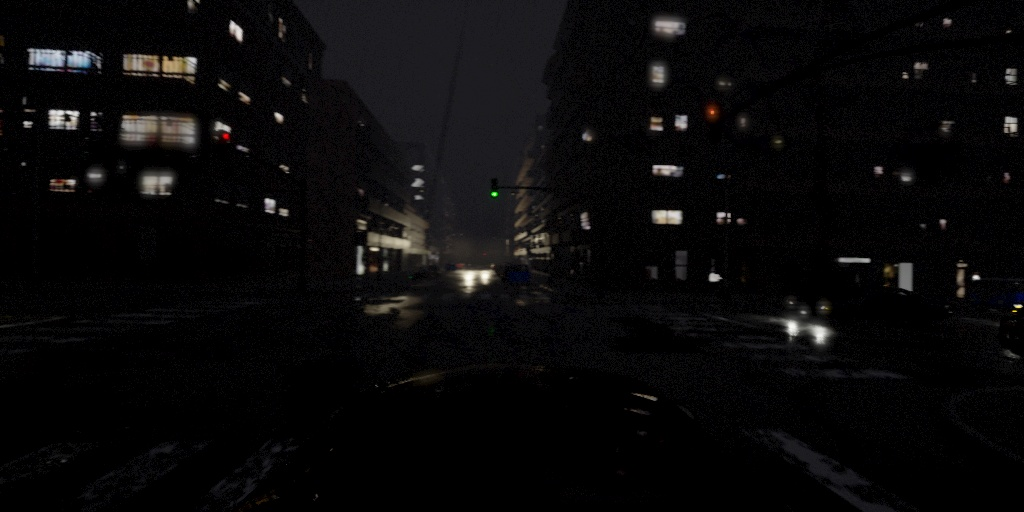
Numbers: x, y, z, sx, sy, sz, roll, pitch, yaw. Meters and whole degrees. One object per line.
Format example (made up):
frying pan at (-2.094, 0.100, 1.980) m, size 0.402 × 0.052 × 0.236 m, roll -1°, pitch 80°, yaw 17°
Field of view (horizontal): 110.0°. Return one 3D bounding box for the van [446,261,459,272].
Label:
van at (-10.703, 1.838, 62.461) m, size 1.690 × 1.789 × 3.998 m, roll 0°, pitch 0°, yaw -4°

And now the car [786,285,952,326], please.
car at (13.921, 1.870, 14.078) m, size 5.357 × 1.411 × 2.033 m, roll 2°, pitch 0°, yaw -4°

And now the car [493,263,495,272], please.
car at (-1.348, 1.926, 52.048) m, size 1.967 × 1.591 × 4.097 m, roll 0°, pitch 0°, yaw -4°

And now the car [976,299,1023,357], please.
car at (14.088, 1.838, 8.272) m, size 4.507 × 1.381 × 1.888 m, roll 0°, pitch 0°, yaw -4°

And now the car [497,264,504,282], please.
car at (-0.030, 1.560, 35.541) m, size 2.192 × 1.841 × 5.009 m, roll 0°, pitch 0°, yaw -4°

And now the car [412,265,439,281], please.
car at (-8.573, 1.668, 34.933) m, size 1.802 × 1.307 × 4.207 m, roll 0°, pitch 0°, yaw -4°

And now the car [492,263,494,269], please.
car at (-1.773, 2.116, 57.552) m, size 1.888 × 1.381 × 4.507 m, roll 0°, pitch 0°, yaw -4°

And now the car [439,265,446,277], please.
car at (-8.999, 1.731, 40.438) m, size 1.948 × 1.339 × 4.313 m, roll 0°, pitch 0°, yaw -4°

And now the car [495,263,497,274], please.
car at (-0.935, 1.929, 46.712) m, size 1.751 × 1.417 × 4.829 m, roll 0°, pitch 0°, yaw -4°

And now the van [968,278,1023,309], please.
van at (24.794, 1.999, 17.469) m, size 3.998 × 1.789 × 1.690 m, roll 0°, pitch 0°, yaw -4°

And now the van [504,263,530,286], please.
van at (0.482, 1.511, 30.068) m, size 1.690 × 1.789 × 3.998 m, roll 0°, pitch 0°, yaw -4°

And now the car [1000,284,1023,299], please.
car at (23.800, 2.118, 14.819) m, size 4.892 × 1.490 × 1.837 m, roll 2°, pitch 0°, yaw -4°
